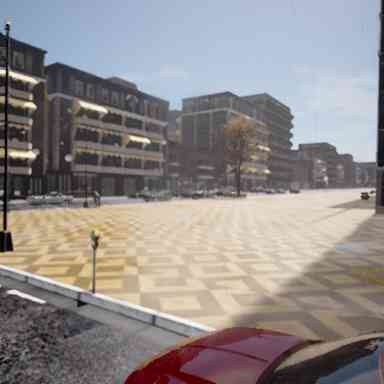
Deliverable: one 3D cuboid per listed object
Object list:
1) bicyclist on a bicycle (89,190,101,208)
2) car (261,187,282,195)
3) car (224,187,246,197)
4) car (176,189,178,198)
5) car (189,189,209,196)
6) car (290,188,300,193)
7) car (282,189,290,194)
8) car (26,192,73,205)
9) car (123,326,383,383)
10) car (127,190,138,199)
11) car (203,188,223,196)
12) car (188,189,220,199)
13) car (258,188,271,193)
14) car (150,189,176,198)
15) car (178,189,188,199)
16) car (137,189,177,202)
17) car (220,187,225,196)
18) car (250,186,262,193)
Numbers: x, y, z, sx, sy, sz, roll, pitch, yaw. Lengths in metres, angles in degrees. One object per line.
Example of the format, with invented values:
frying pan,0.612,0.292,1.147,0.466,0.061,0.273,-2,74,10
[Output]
bicyclist on a bicycle,-8.965,0.630,30.827,1.656,1.620,0.582,1,2,35
car,17.789,0.002,74.636,2.008,1.369,4.403,3,2,35
car,8.376,0.235,61.039,1.752,1.417,4.829,3,2,35
car,-1.982,0.236,56.162,1.837,1.490,4.892,2,2,35
car,1.389,0.081,65.668,1.947,1.339,4.313,3,2,35
car,27.301,-0.369,88.367,1.967,1.590,4.097,3,2,35
car,20.959,-0.085,79.213,2.008,1.369,4.403,3,2,35
car,-15.615,0.709,36.581,1.895,1.301,4.718,2,2,35
car,1.488,1.549,1.804,4.507,1.381,1.887,1,1,35
car,-8.121,0.344,51.932,1.947,1.339,4.313,3,2,35
car,4.463,-0.044,70.105,1.752,1.417,4.829,3,2,35
car,1.938,0.439,51.742,2.008,1.369,4.403,3,2,35
car,20.410,-0.462,93.138,1.887,1.381,4.507,3,2,35
car,-4.951,0.241,56.510,2.008,1.369,4.403,3,2,35
car,0.480,0.353,54.288,2.033,1.411,5.357,2,2,35
car,-4.402,0.615,42.585,2.008,1.369,4.403,3,2,35
car,6.338,0.188,62.840,2.033,1.411,5.357,2,2,35
car,17.245,-0.605,88.551,2.192,1.841,5.009,3,2,35
